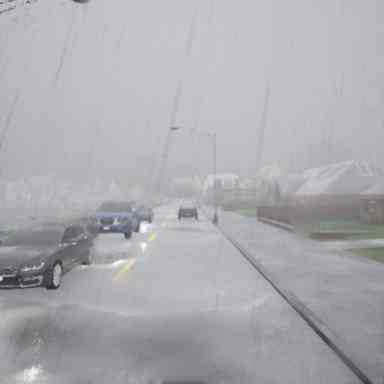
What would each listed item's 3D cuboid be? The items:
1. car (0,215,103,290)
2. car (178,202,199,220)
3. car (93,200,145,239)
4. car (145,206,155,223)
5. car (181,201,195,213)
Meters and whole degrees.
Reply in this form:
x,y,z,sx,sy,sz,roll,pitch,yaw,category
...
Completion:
x,y,z,sx,sy,sz,roll,pitch,yaw,category
-4.212,1.654,9.611,1.837,1.490,4.892,0,-1,-1,car
-0.384,1.915,33.068,1.882,1.535,5.008,0,-1,0,car
-4.350,1.500,19.492,2.150,2.045,5.566,0,-1,-1,car
-4.455,1.976,29.563,1.994,1.385,4.181,0,-1,0,car
-0.585,2.101,47.155,1.882,1.535,5.008,0,-1,0,car
